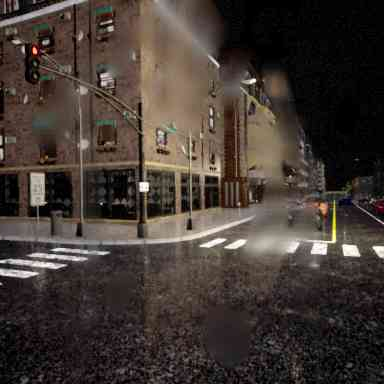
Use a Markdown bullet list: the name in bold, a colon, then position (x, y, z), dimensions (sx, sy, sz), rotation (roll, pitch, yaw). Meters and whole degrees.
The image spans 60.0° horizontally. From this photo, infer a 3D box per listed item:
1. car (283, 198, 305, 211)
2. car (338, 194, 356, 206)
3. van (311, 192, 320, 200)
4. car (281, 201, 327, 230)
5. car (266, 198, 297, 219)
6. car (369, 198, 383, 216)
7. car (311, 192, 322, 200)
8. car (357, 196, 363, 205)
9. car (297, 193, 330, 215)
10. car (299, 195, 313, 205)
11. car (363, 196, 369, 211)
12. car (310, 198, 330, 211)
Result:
- **car**: position (11.749, 1.396, 38.133), dimensions (2.008, 1.369, 4.403), rotation (-1, 0, 23)
- **car**: position (23.044, 1.309, 49.777), dimensions (1.994, 1.385, 4.181), rotation (0, 0, 23)
- **van**: position (29.695, 1.035, 80.022), dimensions (1.690, 1.788, 3.998), rotation (-1, 0, 23)
- **car**: position (6.870, 1.463, 20.149), dimensions (1.994, 1.385, 4.181), rotation (0, 0, 23)
- **car**: position (7.262, 1.441, 27.661), dimensions (2.008, 1.369, 4.403), rotation (-1, 0, 23)
- **car**: position (17.213, 1.385, 29.607), dimensions (1.802, 1.307, 4.206), rotation (-1, 0, 23)
- **car**: position (31.938, 0.993, 85.257), dimensions (2.192, 1.841, 5.009), rotation (-1, 0, 23)
- **car**: position (26.188, 1.269, 50.552), dimensions (2.008, 1.369, 4.403), rotation (-1, 0, 23)
- **car**: position (10.746, 1.211, 29.148), dimensions (2.097, 1.767, 4.553), rotation (0, 0, 23)
- **car**: position (18.413, 1.309, 53.685), dimensions (1.752, 1.417, 4.829), rotation (-1, 0, 23)
- **car**: position (19.457, 1.332, 34.844), dimensions (2.008, 1.369, 4.403), rotation (-1, 0, 23)
- **car**: position (14.757, 1.384, 38.309), dimensions (1.994, 1.385, 4.181), rotation (0, 0, 23)
